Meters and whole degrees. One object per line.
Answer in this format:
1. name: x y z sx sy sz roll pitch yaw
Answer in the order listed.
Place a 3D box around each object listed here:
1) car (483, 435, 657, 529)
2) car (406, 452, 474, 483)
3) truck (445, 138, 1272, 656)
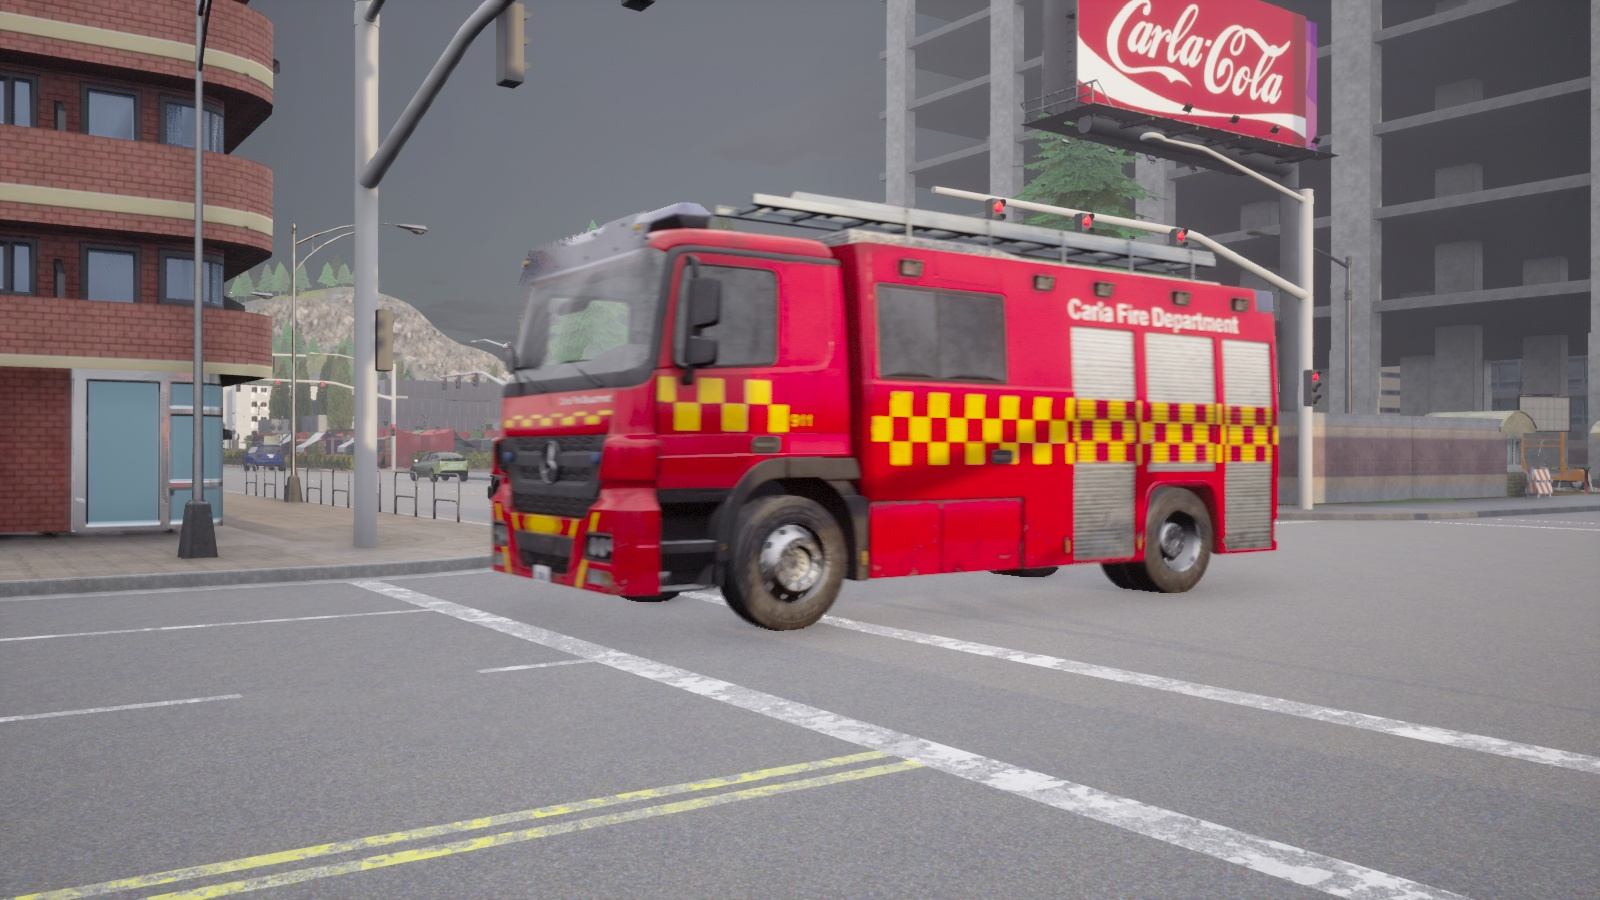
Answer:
1. car: -5.046 0.638 27.088 1.932 1.855 4.605 0 0 -35
2. car: -18.486 0.888 64.403 2.007 1.525 4.514 0 0 -35
3. truck: 1.007 -0.390 12.895 8.468 3.827 2.891 0 0 -35
